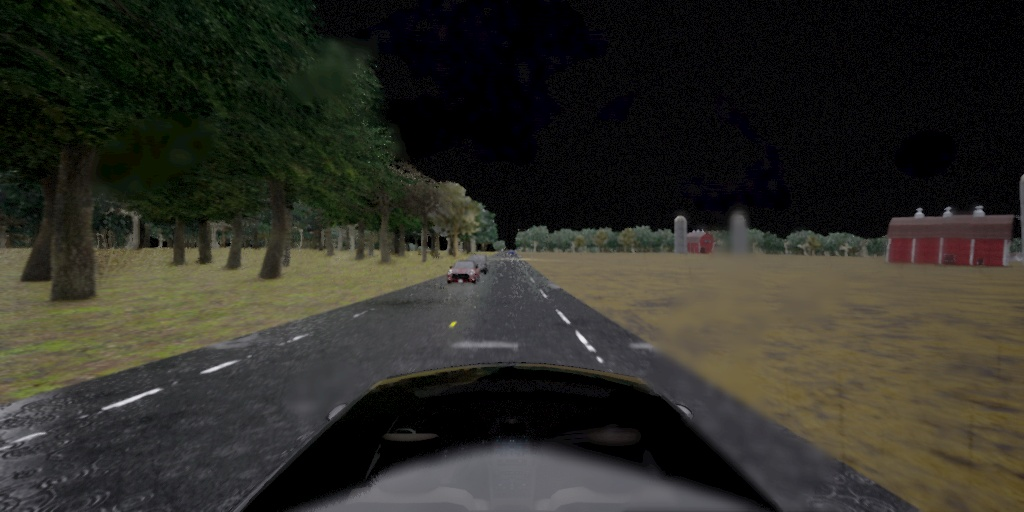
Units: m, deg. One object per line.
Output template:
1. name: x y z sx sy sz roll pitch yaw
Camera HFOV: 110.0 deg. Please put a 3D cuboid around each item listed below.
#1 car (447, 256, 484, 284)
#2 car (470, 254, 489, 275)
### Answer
1. car: -3.551 1.101 26.953 2.097 1.767 4.553 0 1 0
2. car: -3.575 0.845 37.775 2.150 2.045 5.566 0 1 0
